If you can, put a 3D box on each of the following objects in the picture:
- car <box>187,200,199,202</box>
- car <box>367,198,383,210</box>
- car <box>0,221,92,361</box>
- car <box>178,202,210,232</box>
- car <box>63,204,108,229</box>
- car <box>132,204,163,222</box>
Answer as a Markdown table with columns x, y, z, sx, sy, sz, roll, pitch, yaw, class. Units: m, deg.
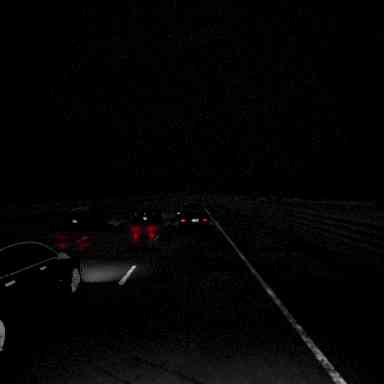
| x | y | z | sx | sy | sz | roll | pitch | yaw | class |
| --- | --- | --- | --- | --- | --- | --- | --- | --- | --- |
| 0.117 | 1.590 | 38.524 | 2.033 | 1.411 | 5.357 | 0 | 0 | 0 | car |
| 26.437 | 1.587 | 45.494 | 2.097 | 1.767 | 4.553 | 0 | 0 | -23 | car |
| -3.401 | 1.508 | 5.605 | 1.837 | 1.490 | 4.892 | 0 | 0 | 0 | car |
| 0.110 | 1.559 | 20.161 | 2.033 | 1.411 | 5.357 | 0 | 0 | 0 | car |
| -6.889 | 1.540 | 21.850 | 1.812 | 1.442 | 4.674 | 0 | 0 | 0 | car |
| -3.389 | 1.621 | 26.282 | 1.895 | 1.301 | 4.718 | 0 | 0 | 0 | car |
